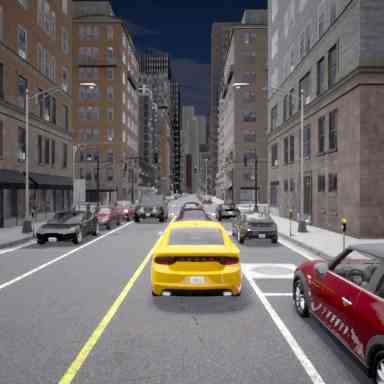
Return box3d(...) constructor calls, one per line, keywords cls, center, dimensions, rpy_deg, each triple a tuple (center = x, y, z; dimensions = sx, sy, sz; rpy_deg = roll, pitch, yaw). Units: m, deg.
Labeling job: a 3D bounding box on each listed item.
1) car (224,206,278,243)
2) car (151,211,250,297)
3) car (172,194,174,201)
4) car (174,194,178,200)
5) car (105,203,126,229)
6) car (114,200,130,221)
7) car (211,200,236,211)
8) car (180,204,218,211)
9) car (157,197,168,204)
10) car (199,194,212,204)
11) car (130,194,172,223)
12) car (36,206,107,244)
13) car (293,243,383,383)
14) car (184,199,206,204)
box3d(cls="car", center=(2.848, 1.552, 15.725), dimensions=(2.008, 1.369, 4.403), rpy_deg=(0, 0, 0))
box3d(cls="car", center=(0.090, 1.478, 8.649), dimensions=(1.882, 1.535, 5.008), rpy_deg=(0, 0, 0))
box3d(cls="car", center=(-5.650, 1.617, 74.644), dimensions=(2.008, 1.369, 4.403), rpy_deg=(0, 0, 0))
box3d(cls="car", center=(-5.628, 1.639, 90.699), dimensions=(1.752, 1.417, 4.829), rpy_deg=(0, 0, 0))
box3d(cls="car", center=(-5.680, 1.584, 21.222), dimensions=(1.802, 1.307, 4.206), rpy_deg=(0, 0, 0))
box3d(cls="car", center=(-5.683, 1.444, 26.724), dimensions=(1.967, 1.590, 4.097), rpy_deg=(0, 0, 0))
box3d(cls="car", center=(2.843, 1.570, 26.727), dimensions=(1.947, 1.339, 4.313), rpy_deg=(0, 0, 0))
box3d(cls="car", center=(0.098, 1.566, 17.643), dimensions=(1.994, 1.385, 4.181), rpy_deg=(0, 0, -1))
box3d(cls="car", center=(-5.665, 1.627, 63.827), dimensions=(1.802, 1.307, 4.206), rpy_deg=(0, 0, 0))
box3d(cls="car", center=(2.860, 1.485, 63.818), dimensions=(1.967, 1.590, 4.097), rpy_deg=(0, 0, 0))
box3d(cls="car", center=(-3.031, 1.230, 25.725), dimensions=(2.150, 2.045, 5.566), rpy_deg=(0, 0, 0))
box3d(cls="car", center=(-5.677, 1.567, 15.721), dimensions=(1.947, 1.339, 4.313), rpy_deg=(0, 0, 0))
box3d(cls="car", center=(2.853, 1.440, 4.722), dimensions=(1.967, 1.590, 4.097), rpy_deg=(0, 0, 0))
box3d(cls="car", center=(-0.013, 1.530, 26.454), dimensions=(1.812, 1.442, 4.674), rpy_deg=(0, 0, 1))
